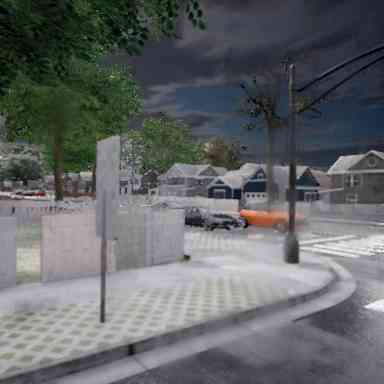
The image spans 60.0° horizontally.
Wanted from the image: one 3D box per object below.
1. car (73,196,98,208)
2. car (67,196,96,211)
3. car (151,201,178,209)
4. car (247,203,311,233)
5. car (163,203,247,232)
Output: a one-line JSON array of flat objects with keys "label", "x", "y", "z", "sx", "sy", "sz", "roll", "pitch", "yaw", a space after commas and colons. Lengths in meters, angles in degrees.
[{"label": "car", "x": -15.208, "y": 1.375, "z": 47.162, "sx": 1.837, "sy": 1.490, "sz": 4.892, "roll": 1, "pitch": -1, "yaw": -37}, {"label": "car", "x": -13.214, "y": 1.513, "z": 39.107, "sx": 1.895, "sy": 1.301, "sz": 4.718, "roll": 1, "pitch": 0, "yaw": -37}, {"label": "car", "x": -1.852, "y": 1.595, "z": 29.557, "sx": 1.882, "sy": 1.535, "sz": 5.008, "roll": 1, "pitch": 0, "yaw": -37}, {"label": "car", "x": 5.015, "y": 1.482, "z": 20.572, "sx": 2.097, "sy": 1.767, "sz": 4.553, "roll": 1, "pitch": -1, "yaw": -37}, {"label": "car", "x": 0.636, "y": 1.616, "z": 20.943, "sx": 2.033, "sy": 1.411, "sz": 5.357, "roll": 1, "pitch": -1, "yaw": -37}]
